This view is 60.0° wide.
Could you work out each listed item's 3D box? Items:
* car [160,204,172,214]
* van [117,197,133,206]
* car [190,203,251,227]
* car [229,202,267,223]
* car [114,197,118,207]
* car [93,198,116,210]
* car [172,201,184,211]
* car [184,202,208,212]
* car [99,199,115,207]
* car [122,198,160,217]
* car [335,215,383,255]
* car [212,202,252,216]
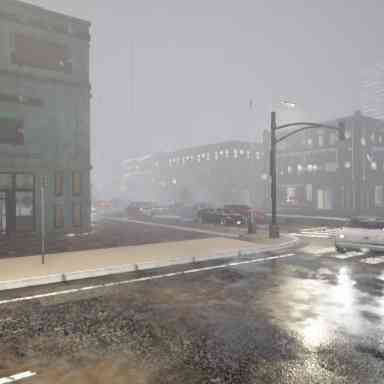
[{"bbox_3d":[-4.894,1.896,40.180,2.128,1.511,4.902,-1,0,-34],"label":"car"},{"bbox_3d":[-11.361,1.906,59.747,1.690,1.788,3.998,-1,0,-35],"label":"van"},{"bbox_3d":[2.071,1.814,25.260,1.947,1.339,4.313,-1,0,-35],"label":"car"},{"bbox_3d":[3.934,1.706,27.352,1.882,1.535,5.008,-1,0,-34],"label":"car"},{"bbox_3d":[-14.501,1.939,64.305,2.192,1.841,5.009,-1,0,-35],"label":"car"},{"bbox_3d":[-14.834,2.115,54.779,1.882,1.535,5.008,-1,0,-35],"label":"car"},{"bbox_3d":[-1.937,1.965,46.071,1.802,1.307,4.206,-1,0,-35],"label":"car"},{"bbox_3d":[1.202,1.903,41.512,1.802,1.307,4.206,-1,0,-35],"label":"car"},{"bbox_3d":[-17.635,2.227,68.864,1.887,1.381,4.507,-1,0,-35],"label":"car"},{"bbox_3d":[-5.702,1.846,36.757,1.967,1.590,4.097,-1,0,-35],"label":"car"},{"bbox_3d":[6.941,1.599,12.815,1.895,1.301,4.718,0,0,34],"label":"car"},{"bbox_3d":[4.341,1.809,36.953,2.008,1.369,4.403,-2,0,-35],"label":"car"}]
